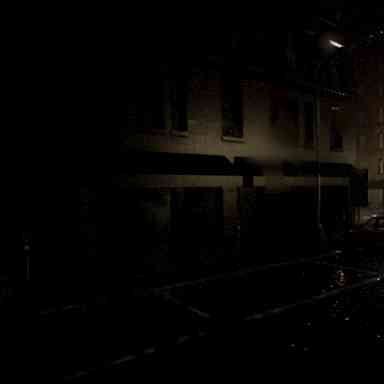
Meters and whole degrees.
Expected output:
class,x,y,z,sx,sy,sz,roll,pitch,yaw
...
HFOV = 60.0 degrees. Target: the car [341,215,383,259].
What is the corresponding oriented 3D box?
class,x,y,z,sx,sy,sz,roll,pitch,yaw
car,6.945,1.470,11.492,4.507,1.381,1.887,0,0,-35
